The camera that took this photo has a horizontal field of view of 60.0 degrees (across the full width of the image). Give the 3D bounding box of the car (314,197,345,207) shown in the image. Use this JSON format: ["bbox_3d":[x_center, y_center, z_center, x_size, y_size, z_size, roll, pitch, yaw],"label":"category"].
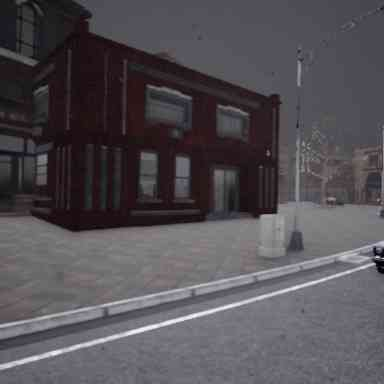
[{"bbox_3d":[20.773,1.472,50.587,2.033,1.411,5.357,1,0,-12],"label":"car"}]

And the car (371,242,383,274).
[{"bbox_3d":[7.044,1.640,9.704,4.718,1.301,1.895,0,0,-41],"label":"car"}]
